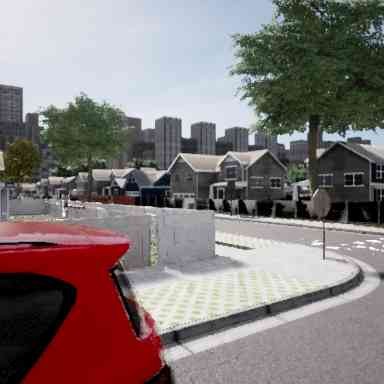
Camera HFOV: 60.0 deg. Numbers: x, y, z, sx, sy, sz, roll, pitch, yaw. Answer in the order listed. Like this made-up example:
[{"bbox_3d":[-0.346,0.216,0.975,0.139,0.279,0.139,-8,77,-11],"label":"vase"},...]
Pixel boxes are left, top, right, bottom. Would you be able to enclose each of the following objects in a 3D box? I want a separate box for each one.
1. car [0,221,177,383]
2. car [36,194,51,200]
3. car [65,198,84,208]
[{"bbox_3d":[-2.659,1.230,1.087,5.566,2.045,2.150,0,0,-35],"label":"car"},{"bbox_3d":[-34.888,1.360,78.978,2.097,1.767,4.553,0,0,-34],"label":"car"},{"bbox_3d":[-16.967,1.533,47.869,1.812,1.442,4.674,0,0,-34],"label":"car"}]
